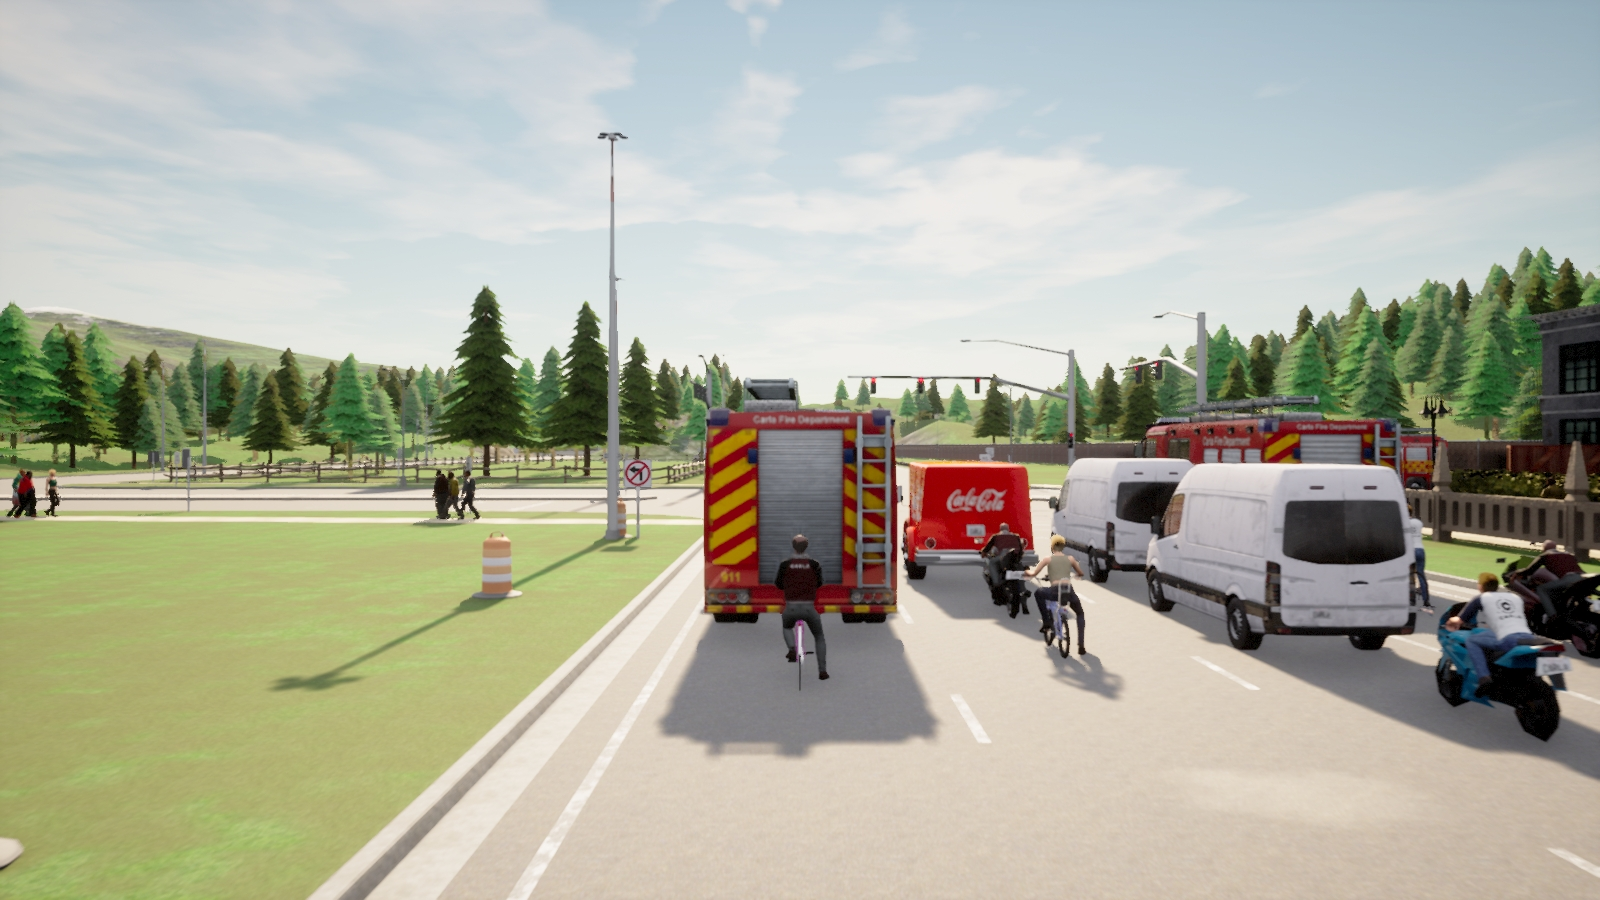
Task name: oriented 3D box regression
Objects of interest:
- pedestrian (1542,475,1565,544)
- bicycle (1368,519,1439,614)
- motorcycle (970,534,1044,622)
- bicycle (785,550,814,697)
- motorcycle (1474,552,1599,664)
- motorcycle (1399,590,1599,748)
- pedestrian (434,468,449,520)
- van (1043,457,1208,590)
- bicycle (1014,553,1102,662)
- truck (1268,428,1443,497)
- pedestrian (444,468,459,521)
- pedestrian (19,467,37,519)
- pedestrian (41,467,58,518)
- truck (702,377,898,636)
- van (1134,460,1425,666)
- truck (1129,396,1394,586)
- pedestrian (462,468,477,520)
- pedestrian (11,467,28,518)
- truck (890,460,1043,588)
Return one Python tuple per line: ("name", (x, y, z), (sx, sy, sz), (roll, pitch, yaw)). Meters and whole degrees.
("pedestrian", (20.482, 1.602, 31.057), (0.375, 1.860, 0.375), (0, 0, -1))
("bicycle", (10.500, 1.992, 19.919), (0.373, 1.496, 1.643), (0, 0, 0))
("motorcycle", (3.490, 2.143, 19.477), (0.867, 1.251, 2.209), (0, 0, 0))
("bicycle", (-0.006, 2.015, 13.668), (0.329, 1.471, 1.835), (0, 0, 0))
("motorcycle", (10.500, 2.153, 15.958), (0.867, 1.251, 2.209), (0, 0, 0))
("motorcycle", (7.000, 2.147, 11.563), (0.803, 1.199, 2.033), (0, 0, 0))
("pedestrian", (-12.852, 1.570, 40.937), (0.375, 1.860, 0.375), (0, 0, 6))
("van", (6.997, 1.454, 25.321), (1.988, 2.561, 5.915), (0, 0, 0))
("bicycle", (3.482, 2.107, 15.540), (0.859, 1.277, 1.487), (0, 0, 0))
("truck", (31.368, 0.694, 64.716), (8.468, 3.827, 2.891), (0, 0, 1))
("pedestrian", (-12.258, 1.572, 40.204), (0.375, 1.860, 0.375), (0, 0, 3))
("pedestrian", (-28.187, 1.567, 41.720), (0.375, 1.860, 0.375), (0, 0, 5))
("pedestrian", (-27.749, 1.566, 42.240), (0.375, 1.860, 0.375), (0, 0, 5))
("truck", (-0.005, 0.824, 21.118), (2.891, 3.827, 8.468), (0, 0, 0))
("van", (6.995, 1.478, 17.559), (1.988, 2.561, 5.915), (0, 0, 0))
("truck", (10.496, 0.806, 27.194), (2.891, 3.827, 8.468), (0, 0, 0))
("pedestrian", (-11.812, 1.570, 40.818), (0.375, 1.860, 0.375), (0, 0, 7))
("pedestrian", (-28.937, 1.567, 42.367), (0.375, 1.860, 0.375), (0, 0, 7))
("truck", (3.508, 1.488, 25.268), (2.627, 2.467, 5.204), (0, 0, 0))
